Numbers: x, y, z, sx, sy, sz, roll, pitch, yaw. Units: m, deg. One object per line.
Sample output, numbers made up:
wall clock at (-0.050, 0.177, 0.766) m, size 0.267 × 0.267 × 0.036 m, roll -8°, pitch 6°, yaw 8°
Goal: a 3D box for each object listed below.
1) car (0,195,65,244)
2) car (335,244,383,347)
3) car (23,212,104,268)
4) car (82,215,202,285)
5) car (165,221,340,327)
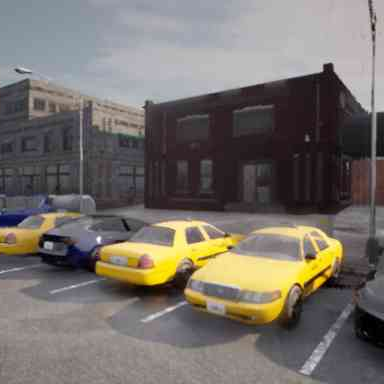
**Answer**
car at (-9.223, 1.149, 15.461) m, size 2.435 × 2.045 × 5.566 m, roll 0°, pitch 0°, yaw 35°
car at (4.265, 1.511, 5.876) m, size 2.163 × 1.488 × 4.792 m, roll 0°, pitch 0°, yaw 35°
car at (-2.445, 1.465, 10.722) m, size 2.163 × 1.488 × 4.792 m, roll 0°, pitch 0°, yaw 35°
car at (-0.107, 1.445, 9.254) m, size 1.946 × 1.575 × 5.366 m, roll 0°, pitch 0°, yaw 35°
car at (1.929, 1.461, 7.349) m, size 1.946 × 1.575 × 5.366 m, roll 0°, pitch 0°, yaw 35°
